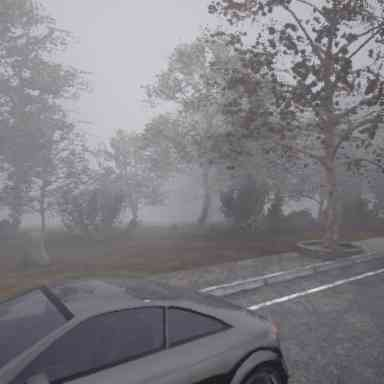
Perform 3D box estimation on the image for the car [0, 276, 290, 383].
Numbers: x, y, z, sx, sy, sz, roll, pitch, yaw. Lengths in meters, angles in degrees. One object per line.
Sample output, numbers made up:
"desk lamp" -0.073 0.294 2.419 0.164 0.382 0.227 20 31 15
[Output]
"car" -1.088 1.560 2.909 4.181 1.385 1.994 0 0 -35
